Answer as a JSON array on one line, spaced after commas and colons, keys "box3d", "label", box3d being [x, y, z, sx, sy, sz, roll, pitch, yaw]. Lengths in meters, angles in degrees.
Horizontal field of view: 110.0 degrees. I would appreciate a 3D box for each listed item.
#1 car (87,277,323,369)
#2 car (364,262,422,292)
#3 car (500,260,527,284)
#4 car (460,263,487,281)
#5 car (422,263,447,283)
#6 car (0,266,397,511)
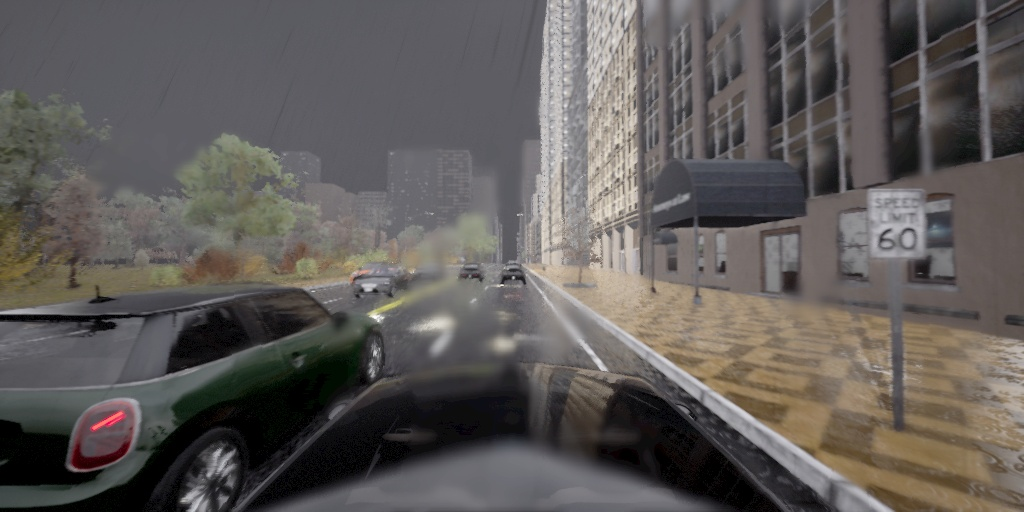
[{"box3d": [-6.567, 1.320, 8.468, 1.994, 1.385, 4.181, 0, 0, 0], "label": "car"}, {"box3d": [-6.494, 1.266, 18.667, 2.128, 1.511, 4.902, 0, 0, 0], "label": "car"}, {"box3d": [0.108, 1.305, 27.707, 1.837, 1.490, 4.892, 0, 0, 0], "label": "car"}, {"box3d": [-3.234, 1.316, 30.186, 1.837, 1.490, 4.892, 0, 0, 0], "label": "car"}, {"box3d": [-6.491, 1.310, 29.081, 1.837, 1.490, 4.892, 0, 0, 0], "label": "car"}, {"box3d": [-3.148, 1.104, 4.146, 2.097, 1.767, 4.553, 0, 0, 0], "label": "car"}]
